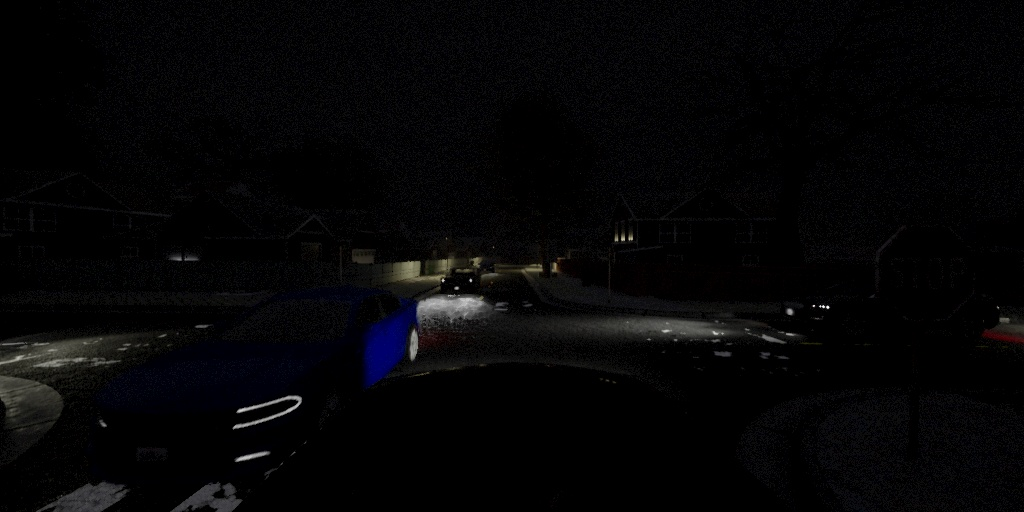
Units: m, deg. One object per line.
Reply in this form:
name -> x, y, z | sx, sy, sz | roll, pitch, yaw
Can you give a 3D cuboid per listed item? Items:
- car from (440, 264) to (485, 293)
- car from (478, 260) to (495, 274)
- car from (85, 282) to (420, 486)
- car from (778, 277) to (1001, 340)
car -> -2.841, 1.337, 20.643 | 1.895, 1.301, 4.718 | 0, 0, 0
car -> -2.933, 1.225, 40.866 | 1.812, 1.442, 4.674 | 0, 0, 0
car -> -2.756, 1.221, 5.229 | 1.882, 1.535, 5.008 | 0, 0, 0
car -> 10.312, 1.359, 10.043 | 4.902, 1.511, 2.128 | 1, 1, 2
